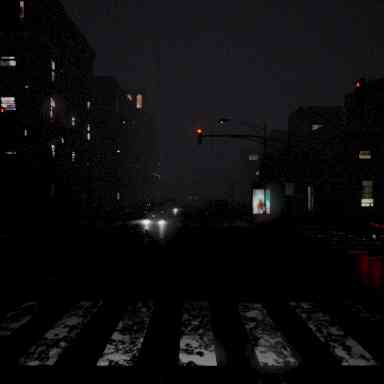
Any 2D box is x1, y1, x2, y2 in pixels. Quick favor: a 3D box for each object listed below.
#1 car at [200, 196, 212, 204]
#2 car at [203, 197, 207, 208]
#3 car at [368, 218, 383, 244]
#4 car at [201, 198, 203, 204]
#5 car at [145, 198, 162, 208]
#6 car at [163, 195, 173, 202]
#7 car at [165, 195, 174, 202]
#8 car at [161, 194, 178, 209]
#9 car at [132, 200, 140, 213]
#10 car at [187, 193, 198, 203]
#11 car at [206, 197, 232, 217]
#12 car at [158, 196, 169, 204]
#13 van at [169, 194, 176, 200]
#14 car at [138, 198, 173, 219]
[{"bbox_3d":[2.740,1.591,65.983,2.008,1.369,4.403,-1,0,0],"label":"car"},{"bbox_3d":[2.721,1.597,43.197,1.802,1.307,4.206,0,0,0],"label":"car"},{"bbox_3d":[9.515,1.524,12.819,4.902,1.511,2.128,0,1,4],"label":"car"},{"bbox_3d":[2.726,1.571,48.894,2.008,1.369,4.403,0,0,0],"label":"car"},{"bbox_3d":[-5.655,1.571,48.888,2.008,1.369,4.403,0,0,0],"label":"car"},{"bbox_3d":[-5.632,1.497,77.371,1.967,1.590,4.097,0,0,0],"label":"car"},{"bbox_3d":[-5.627,1.592,82.897,1.752,1.417,4.829,-1,0,0],"label":"car"},{"bbox_3d":[-3.057,1.496,46.728,1.882,1.535,5.008,0,0,0],"label":"car"},{"bbox_3d":[-5.664,1.561,37.495,2.008,1.369,4.403,0,0,0],"label":"car"},{"bbox_3d":[0.145,1.268,70.516,2.150,2.045,5.566,0,0,0],"label":"car"},{"bbox_3d":[2.711,1.446,31.803,1.967,1.590,4.097,0,0,0],"label":"car"},{"bbox_3d":[-5.641,1.565,65.808,1.752,1.417,4.829,0,0,0],"label":"car"},{"bbox_3d":[-5.618,1.430,94.461,1.690,1.788,3.998,-1,0,0],"label":"van"},{"bbox_3d":[-3.076,1.551,29.348,2.033,1.411,5.357,0,0,0],"label":"car"}]
